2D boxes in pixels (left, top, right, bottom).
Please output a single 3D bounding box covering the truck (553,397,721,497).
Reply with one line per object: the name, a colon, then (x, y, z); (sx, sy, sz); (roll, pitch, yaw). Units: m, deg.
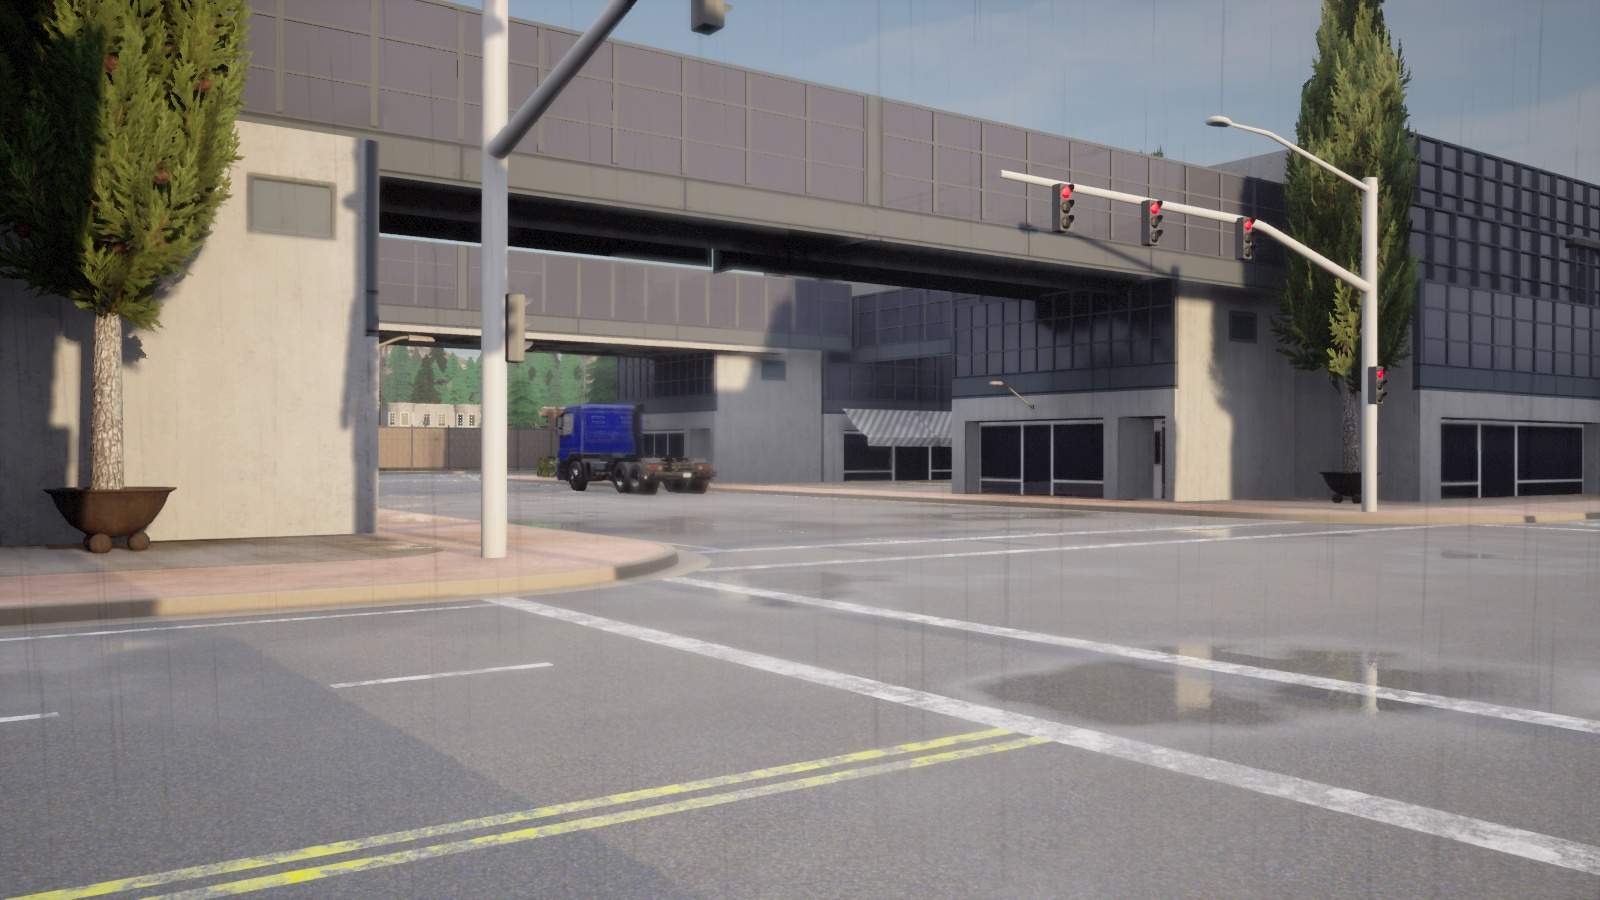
truck: (-6.325, -0.107, 47.553); (2.891, 3.462, 7.936); (0, 0, -36)
